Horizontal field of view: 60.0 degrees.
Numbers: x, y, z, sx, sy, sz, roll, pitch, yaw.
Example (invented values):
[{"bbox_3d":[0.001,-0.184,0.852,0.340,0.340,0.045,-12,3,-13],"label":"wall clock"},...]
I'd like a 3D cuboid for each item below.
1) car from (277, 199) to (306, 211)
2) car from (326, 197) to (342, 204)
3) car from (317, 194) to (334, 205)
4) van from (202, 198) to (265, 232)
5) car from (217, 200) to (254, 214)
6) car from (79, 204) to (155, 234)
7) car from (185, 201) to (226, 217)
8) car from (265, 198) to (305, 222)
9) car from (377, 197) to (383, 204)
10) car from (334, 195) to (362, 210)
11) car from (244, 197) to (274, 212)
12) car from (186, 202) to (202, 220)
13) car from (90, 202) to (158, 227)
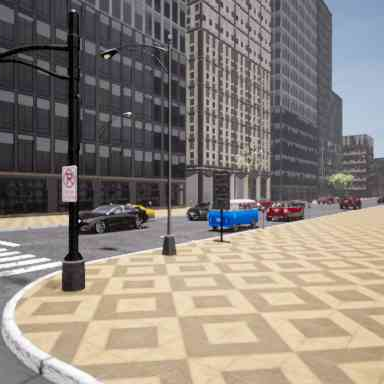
[{"bbox_3d":[12.700,1.638,42.242,1.895,1.301,4.718,0,0,38],"label":"car"},{"bbox_3d":[28.607,1.623,66.918,2.008,1.369,4.403,0,0,38],"label":"car"},{"bbox_3d":[25.204,1.380,62.518,2.192,1.841,5.009,0,0,38],"label":"car"},{"bbox_3d":[2.632,1.367,20.270,1.690,1.788,3.998,0,0,38],"label":"van"},{"bbox_3d":[4.781,1.570,36.111,1.887,1.381,4.507,0,0,38],"label":"car"},{"bbox_3d":[-4.765,1.507,19.741,2.128,1.511,4.902,0,0,38],"label":"car"},{"bbox_3d":[1.377,1.603,31.710,1.802,1.307,4.206,0,0,38],"label":"car"},{"bbox_3d":[7.610,1.472,26.888,1.967,1.590,4.097,0,0,38],"label":"car"},{"bbox_3d":[38.243,1.658,66.497,1.947,1.339,4.313,0,0,38],"label":"car"},{"bbox_3d":[21.225,1.368,44.493,2.192,1.841,5.009,0,0,38],"label":"car"},{"bbox_3d":[8.184,1.470,40.512,1.967,1.590,4.097,0,0,38],"label":"car"},{"bbox_3d":[1.484,1.526,27.817,1.837,1.490,4.892,0,0,38],"label":"car"},{"bbox_3d":[-4.749,1.539,24.001,1.752,1.417,4.829,0,0,38],"label":"car"}]
